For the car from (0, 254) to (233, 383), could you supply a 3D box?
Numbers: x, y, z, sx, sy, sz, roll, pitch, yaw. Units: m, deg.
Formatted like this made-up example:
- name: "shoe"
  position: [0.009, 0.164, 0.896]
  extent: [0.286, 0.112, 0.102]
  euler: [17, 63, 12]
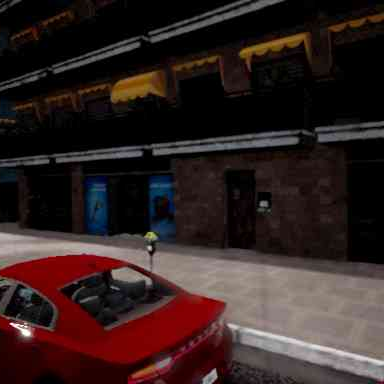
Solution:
- name: "car"
  position: [-1.717, 1.468, 4.080]
  extent: [4.507, 1.381, 1.887]
  euler: [0, 2, 33]

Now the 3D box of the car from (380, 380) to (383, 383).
- name: "car"
  position: [3.024, 1.456, 0.978]
  extent: [4.507, 1.381, 1.887]
  euler: [0, 2, 33]
